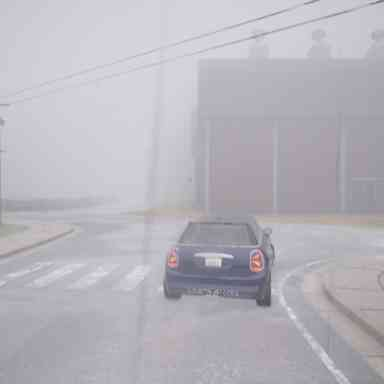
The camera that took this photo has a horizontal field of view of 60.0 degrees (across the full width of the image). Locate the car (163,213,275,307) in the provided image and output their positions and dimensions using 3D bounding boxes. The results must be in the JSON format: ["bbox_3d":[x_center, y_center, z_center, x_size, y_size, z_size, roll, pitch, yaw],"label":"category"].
[{"bbox_3d":[0.872,1.292,8.206,2.097,1.767,4.553,0,1,13],"label":"car"}]

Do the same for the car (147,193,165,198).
[{"bbox_3d":[-9.697,1.020,90.170,4.718,1.301,1.895,0,0,5],"label":"car"}]
